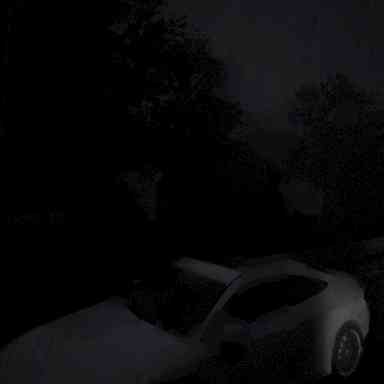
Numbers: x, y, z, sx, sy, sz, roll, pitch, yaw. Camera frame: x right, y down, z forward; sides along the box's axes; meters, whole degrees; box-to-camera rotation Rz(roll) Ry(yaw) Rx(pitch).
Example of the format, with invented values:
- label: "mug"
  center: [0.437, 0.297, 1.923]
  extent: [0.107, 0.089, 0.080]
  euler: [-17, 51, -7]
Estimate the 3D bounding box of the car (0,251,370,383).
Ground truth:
- label: "car"
  center: [0.275, 1.516, 3.880]
  extent: [4.674, 1.442, 1.812]
  euler: [0, 0, -36]
